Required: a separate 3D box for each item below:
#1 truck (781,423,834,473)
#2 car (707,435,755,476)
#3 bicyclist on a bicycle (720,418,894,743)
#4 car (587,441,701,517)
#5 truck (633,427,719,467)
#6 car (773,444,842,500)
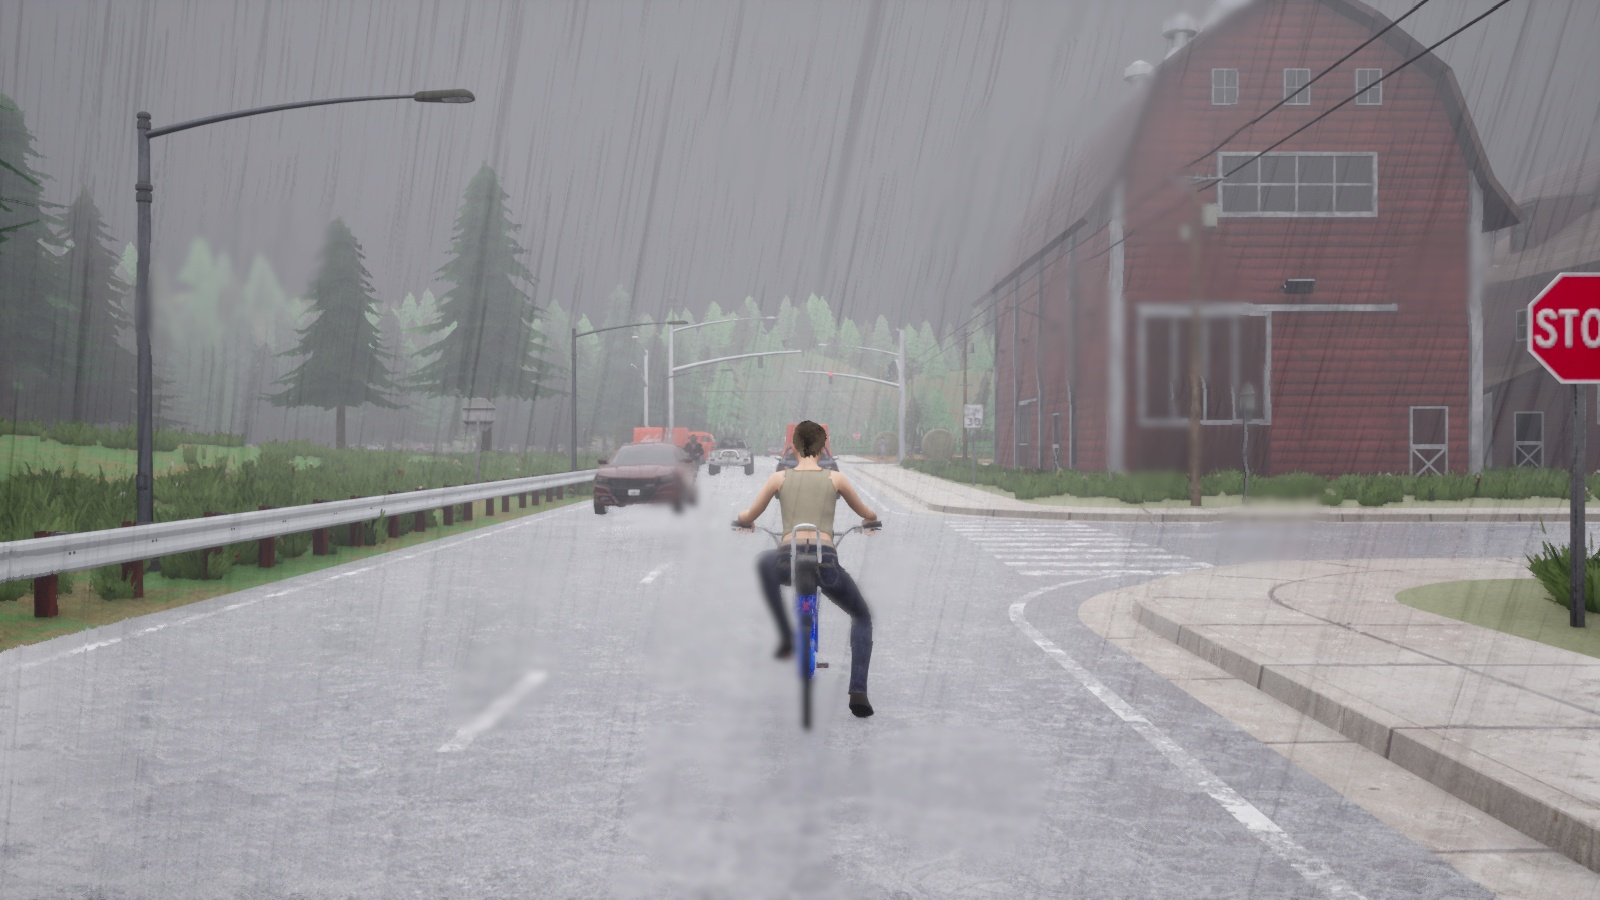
[{"bbox_3d":[0.381,-0.106,64.841,2.627,2.467,5.204,0,0,0],"label":"truck"},{"bbox_3d":[-3.158,0.232,58.153,1.932,1.855,4.605,0,0,0],"label":"car"},{"bbox_3d":[0.045,0.644,6.984,0.866,1.612,1.509,0,0,1],"label":"bicyclist on a bicycle"},{"bbox_3d":[-3.329,0.565,27.724,1.882,1.535,5.008,0,0,0],"label":"car"},{"bbox_3d":[-7.851,-0.218,79.950,5.204,2.467,2.627,0,0,-1],"label":"truck"},{"bbox_3d":[0.201,0.563,35.003,1.816,1.474,4.193,0,0,0],"label":"car"}]
